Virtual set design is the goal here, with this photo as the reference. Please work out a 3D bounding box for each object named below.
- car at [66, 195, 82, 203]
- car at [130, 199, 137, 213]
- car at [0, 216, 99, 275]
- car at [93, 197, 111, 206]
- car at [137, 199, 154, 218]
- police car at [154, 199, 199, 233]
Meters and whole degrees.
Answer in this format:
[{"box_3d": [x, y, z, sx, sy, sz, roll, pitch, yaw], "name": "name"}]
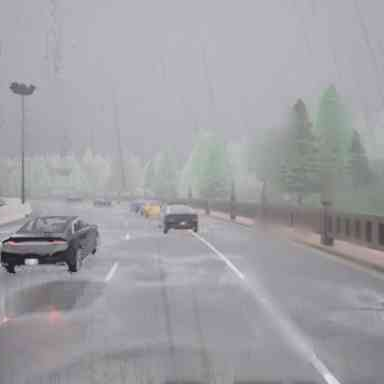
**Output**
[{"box_3d": [-24.072, 1.384, 67.629, 1.882, 1.535, 5.008, 0, 0, -39], "name": "car"}, {"box_3d": [-5.564, 1.474, 36.578, 1.882, 1.535, 5.008, 0, 0, -20], "name": "car"}, {"box_3d": [-4.204, 1.497, 10.584, 2.128, 1.511, 4.902, 0, 0, -6], "name": "car"}, {"box_3d": [-14.474, 1.503, 53.524, 2.128, 1.511, 4.902, 0, 0, -31], "name": "car"}, {"box_3d": [-3.558, 1.449, 30.509, 1.801, 1.575, 5.366, 0, 0, -17], "name": "car"}, {"box_3d": [-0.927, 1.418, 19.781, 1.930, 1.638, 5.238, 0, 0, -11], "name": "police car"}]
